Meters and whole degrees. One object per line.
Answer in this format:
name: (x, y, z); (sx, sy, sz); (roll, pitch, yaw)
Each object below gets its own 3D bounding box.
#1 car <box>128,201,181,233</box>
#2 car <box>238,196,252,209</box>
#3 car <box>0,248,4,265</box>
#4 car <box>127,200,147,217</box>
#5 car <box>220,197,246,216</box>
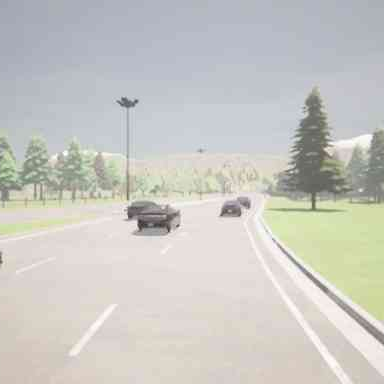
car: (-1.834, 1.474, 19.695); (2.128, 1.511, 4.902); (0, 0, 7)
car: (7.007, 1.317, 45.501); (2.097, 1.767, 4.553); (0, 1, 13)
car: (-6.489, 1.557, 7.861); (1.994, 1.385, 4.181); (0, 0, 4)
car: (-3.965, 1.480, 28.329); (1.837, 1.490, 4.892); (0, 0, 11)
car: (3.857, 1.498, 31.618); (1.812, 1.442, 4.674); (0, 0, 12)
